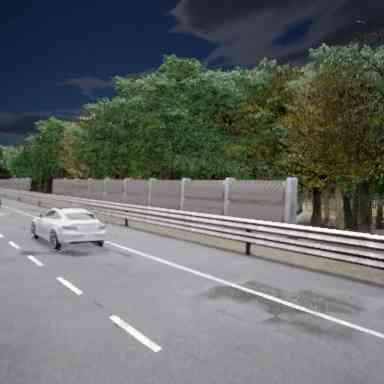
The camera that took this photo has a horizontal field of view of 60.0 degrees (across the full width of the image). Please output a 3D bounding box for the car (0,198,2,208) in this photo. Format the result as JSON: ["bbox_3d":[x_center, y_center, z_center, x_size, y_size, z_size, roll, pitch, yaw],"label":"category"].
[{"bbox_3d":[-18.823,0.662,30.547,2.033,1.411,5.357,3,0,-39],"label":"car"}]

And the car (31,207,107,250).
[{"bbox_3d":[-5.004,1.335,13.369,1.812,1.442,4.674,3,0,-39],"label":"car"}]
